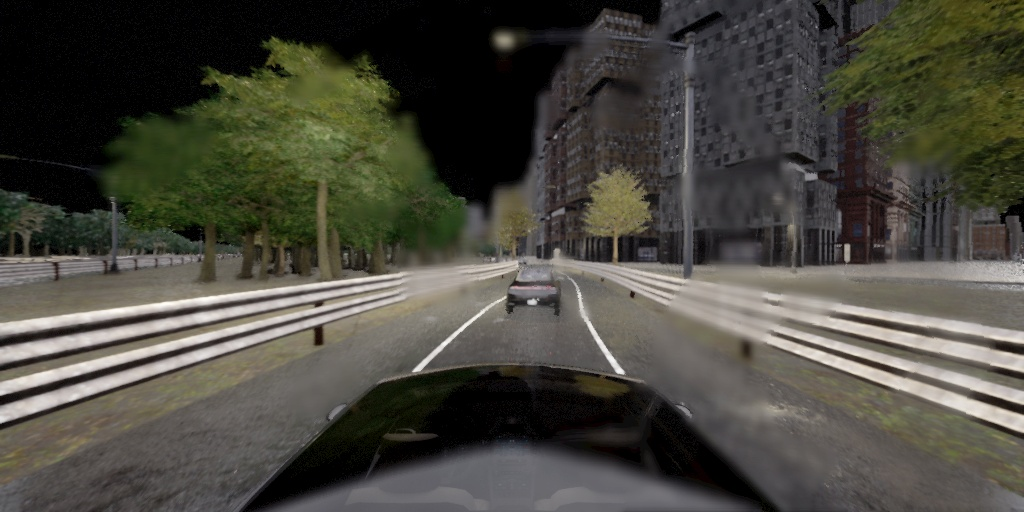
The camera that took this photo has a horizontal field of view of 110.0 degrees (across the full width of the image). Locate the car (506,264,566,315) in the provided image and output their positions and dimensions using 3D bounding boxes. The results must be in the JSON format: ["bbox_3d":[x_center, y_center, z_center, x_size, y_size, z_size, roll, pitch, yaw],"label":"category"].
[{"bbox_3d":[0.968,1.217,13.508,2.128,1.511,4.902,0,0,8],"label":"car"}]
